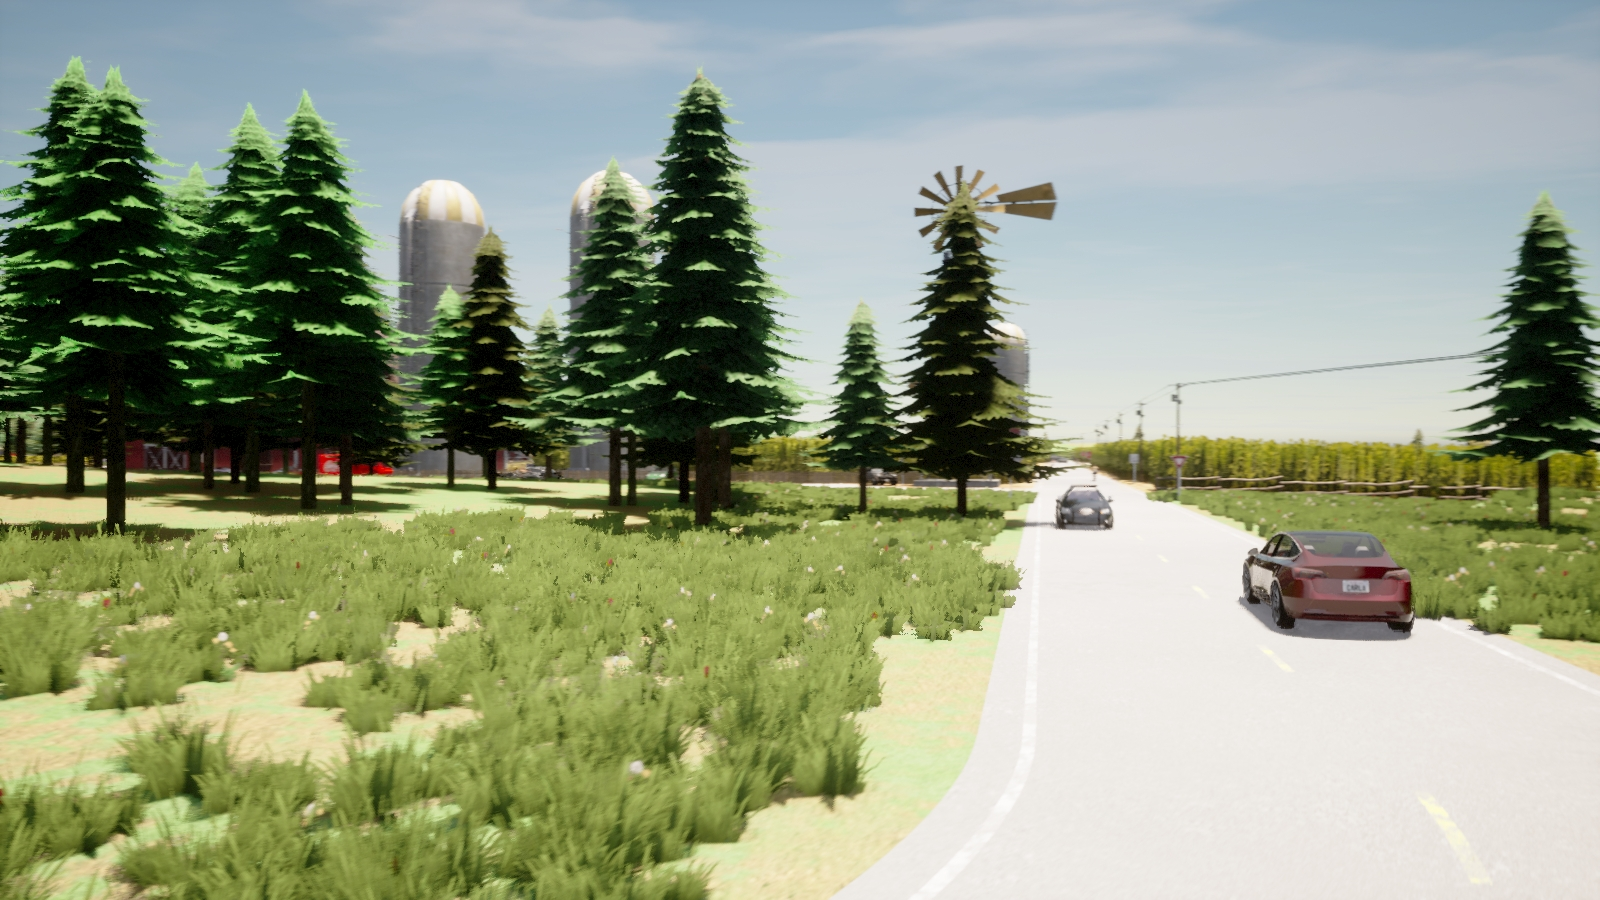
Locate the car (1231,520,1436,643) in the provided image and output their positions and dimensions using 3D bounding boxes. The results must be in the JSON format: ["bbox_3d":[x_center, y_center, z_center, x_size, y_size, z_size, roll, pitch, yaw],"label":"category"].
[{"bbox_3d":[8.759,2.075,19.253,2.163,1.488,4.792,0,0,13],"label":"car"}]

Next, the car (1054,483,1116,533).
[{"bbox_3d":[10.393,2.070,41.969,2.038,1.542,4.974,0,0,12],"label":"car"}]
